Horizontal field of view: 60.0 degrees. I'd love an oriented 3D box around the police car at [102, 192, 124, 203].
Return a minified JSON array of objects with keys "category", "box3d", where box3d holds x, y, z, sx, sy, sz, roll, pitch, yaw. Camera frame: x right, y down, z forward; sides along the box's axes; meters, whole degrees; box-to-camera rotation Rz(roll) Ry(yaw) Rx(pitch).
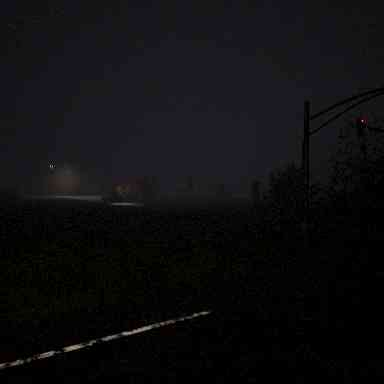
[{"category":"police car","box3d":[-11.806,0.821,49.790,2.038,1.542,4.974,1,0,-32]}]
